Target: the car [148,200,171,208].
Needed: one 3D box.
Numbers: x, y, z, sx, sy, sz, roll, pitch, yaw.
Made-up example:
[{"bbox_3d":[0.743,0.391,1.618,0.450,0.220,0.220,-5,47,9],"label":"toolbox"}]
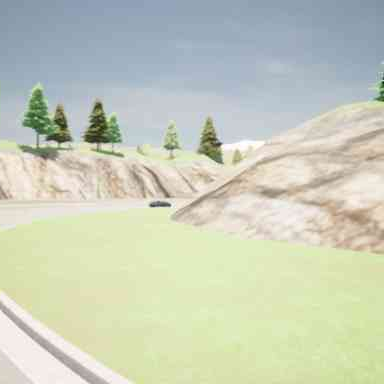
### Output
[{"bbox_3d":[-5.589,2.063,57.974,1.994,1.385,4.181,0,-1,41],"label":"car"}]
